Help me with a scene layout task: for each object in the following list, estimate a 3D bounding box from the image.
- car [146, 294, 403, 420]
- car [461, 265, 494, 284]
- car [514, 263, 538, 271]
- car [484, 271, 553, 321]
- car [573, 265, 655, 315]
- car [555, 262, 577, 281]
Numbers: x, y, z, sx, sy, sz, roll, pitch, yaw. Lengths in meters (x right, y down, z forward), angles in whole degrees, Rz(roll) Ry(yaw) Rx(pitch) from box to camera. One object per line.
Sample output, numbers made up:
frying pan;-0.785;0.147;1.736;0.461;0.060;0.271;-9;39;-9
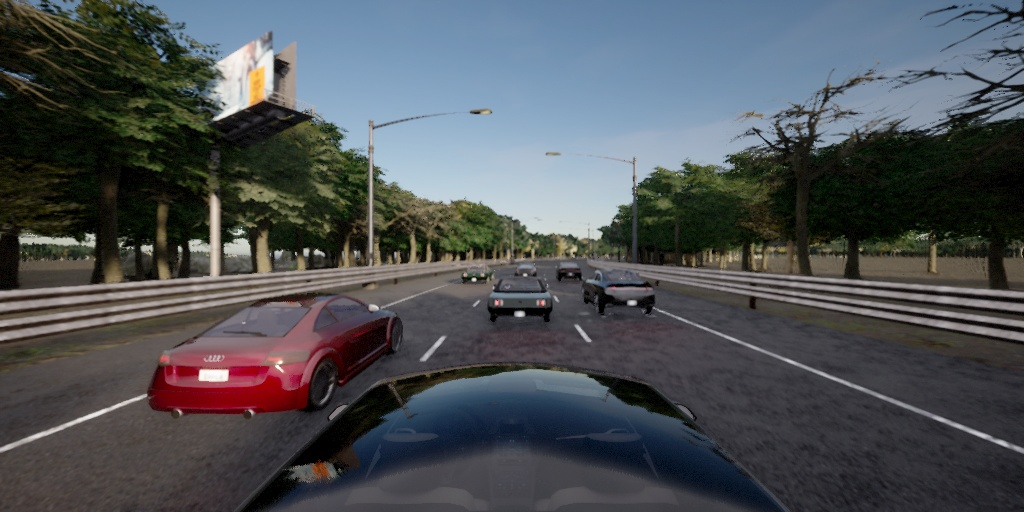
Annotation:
car;-3.347;1.316;6.061;1.994;1.385;4.181;0;0;1
car;-2.510;1.376;27.359;1.895;1.301;4.718;0;0;4
car;1.167;1.307;29.844;1.812;1.442;4.674;0;0;4
car;0.289;1.361;12.397;1.895;1.301;4.718;0;0;2
car;3.838;1.257;13.645;2.128;1.511;4.902;0;0;2
car;4.721;1.264;30.313;1.882;1.535;5.008;0;0;4
